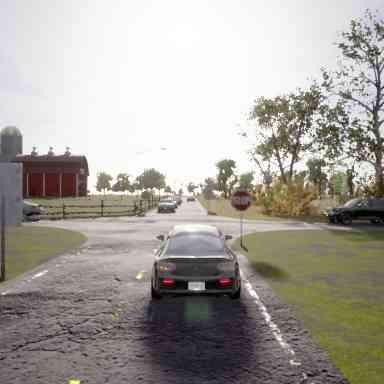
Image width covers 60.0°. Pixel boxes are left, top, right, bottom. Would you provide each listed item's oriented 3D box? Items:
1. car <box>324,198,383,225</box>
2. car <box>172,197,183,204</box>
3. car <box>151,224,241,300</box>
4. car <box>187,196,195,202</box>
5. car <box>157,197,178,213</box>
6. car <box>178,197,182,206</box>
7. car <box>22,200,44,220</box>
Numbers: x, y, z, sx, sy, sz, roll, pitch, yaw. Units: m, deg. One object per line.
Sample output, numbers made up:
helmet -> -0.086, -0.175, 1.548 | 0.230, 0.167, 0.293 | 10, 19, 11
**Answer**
car -> 13.202, 1.476, 25.766 | 5.566, 2.045, 2.150 | 1, -1, -1
car -> -2.956, 1.642, 68.447 | 1.994, 1.385, 4.181 | 0, 0, 0
car -> 0.072, 1.529, 8.295 | 1.812, 1.442, 4.674 | 0, 0, 0
car -> -0.236, 1.655, 80.420 | 1.994, 1.385, 4.181 | 0, 0, 0
car -> -2.920, 1.534, 38.365 | 1.837, 1.490, 4.892 | 0, 0, -1
car -> -2.982, 1.590, 48.151 | 2.033, 1.411, 5.357 | 0, 0, 0
car -> -13.961, 1.349, 25.512 | 4.902, 1.511, 2.128 | 1, -1, -1
